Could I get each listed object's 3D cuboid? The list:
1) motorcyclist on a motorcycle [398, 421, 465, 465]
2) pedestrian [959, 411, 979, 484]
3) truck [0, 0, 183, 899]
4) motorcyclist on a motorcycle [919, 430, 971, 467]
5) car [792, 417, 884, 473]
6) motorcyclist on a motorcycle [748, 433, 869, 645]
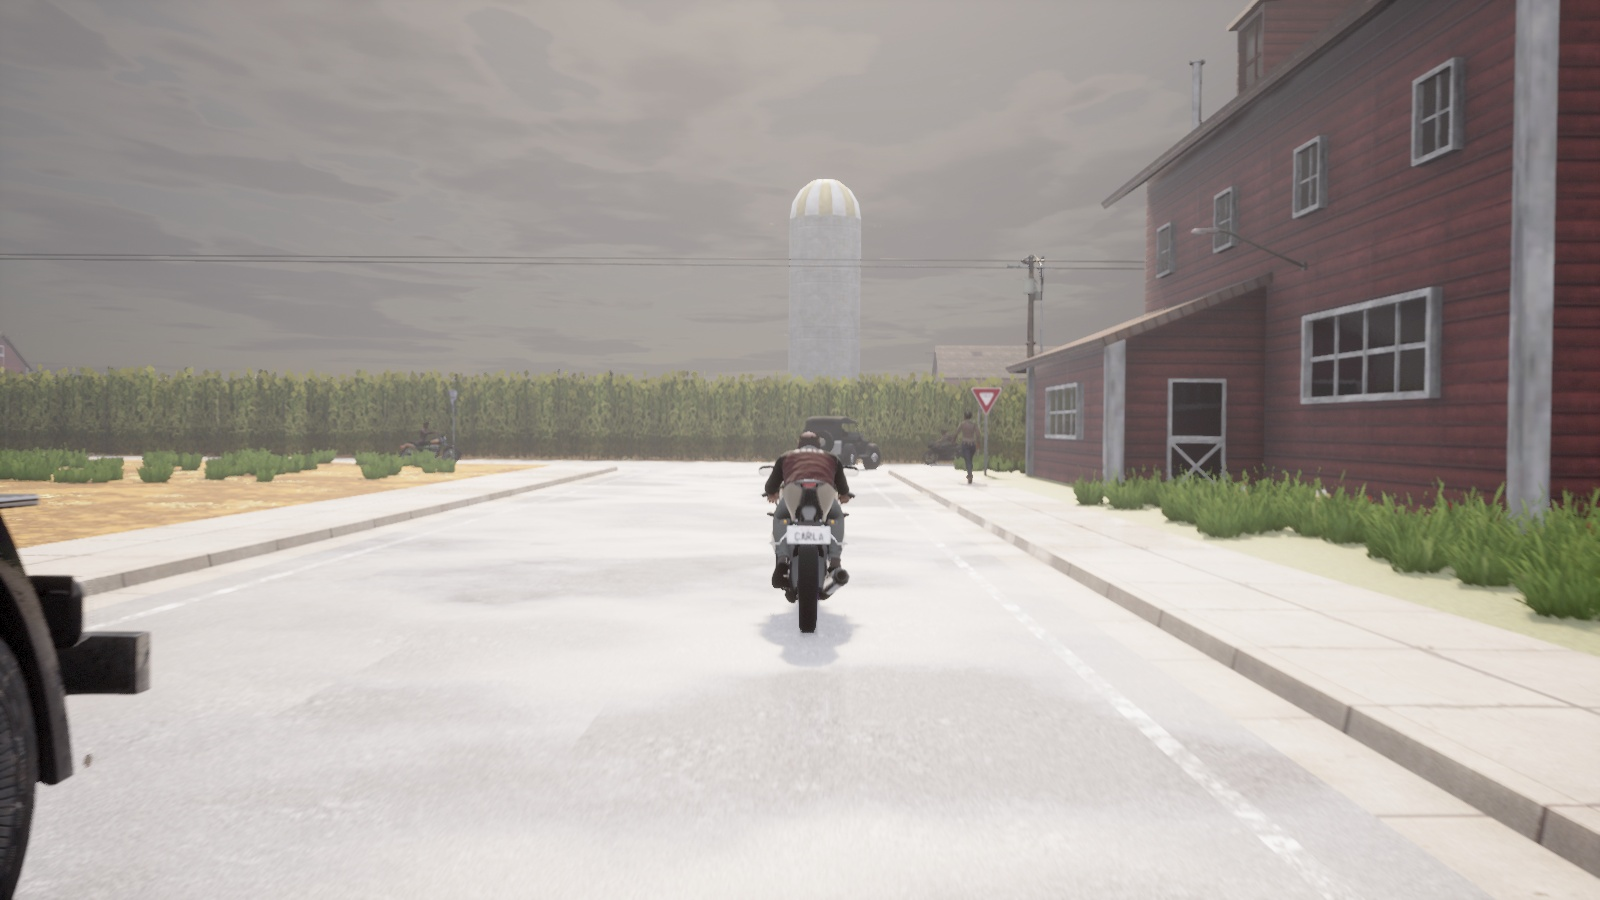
[{"bbox_3d":[-14.226,-0.287,48.557,2.350,1.649,0.766,1,1,1],"label":"motorcyclist on a motorcycle"},{"bbox_3d":[4.196,-0.068,31.184,0.328,1.805,0.869,1,1,-2],"label":"pedestrian"},{"bbox_3d":[-3.461,-0.247,0.108,2.891,3.462,7.936,0,1,0],"label":"truck"},{"bbox_3d":[5.958,-0.071,51.681,2.044,1.523,0.797,0,1,1],"label":"motorcyclist on a motorcycle"},{"bbox_3d":[1.395,-0.201,44.414,1.905,1.878,3.866,1,1,24],"label":"car"},{"bbox_3d":[0.066,0.635,10.253,0.866,1.530,2.191,1,1,0],"label":"motorcyclist on a motorcycle"}]
